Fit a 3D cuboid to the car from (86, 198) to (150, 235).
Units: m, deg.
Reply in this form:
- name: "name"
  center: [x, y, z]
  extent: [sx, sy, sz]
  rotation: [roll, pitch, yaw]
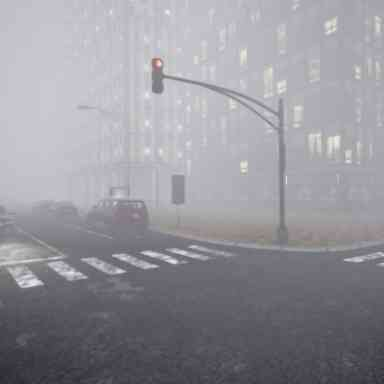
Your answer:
- name: "car"
  center: [-4.160, 1.251, 18.357]
  extent: [2.192, 1.841, 5.009]
  rotation: [1, -1, -36]

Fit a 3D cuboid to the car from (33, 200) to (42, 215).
- name: "car"
  center: [-13.948, 1.438, 31.820]
  extent: [1.947, 1.339, 4.313]
  rotation: [1, -1, -36]

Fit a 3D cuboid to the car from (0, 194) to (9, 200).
- name: "car"
  center: [-33.516, 1.277, 58.751]
  extent: [1.887, 1.381, 4.507]
  rotation: [1, -1, -36]

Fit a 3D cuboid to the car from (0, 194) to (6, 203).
- name: "car"
  center: [-36.775, 1.149, 63.239]
  extent: [1.967, 1.590, 4.097]
  rotation: [1, -1, -36]

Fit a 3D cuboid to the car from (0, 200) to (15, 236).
- name: "car"
  center: [-10.467, 1.417, 17.158]
  extent: [2.128, 1.511, 4.902]
  rotation: [0, 0, -36]

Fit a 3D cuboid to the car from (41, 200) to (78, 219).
- name: "car"
  center: [-10.686, 1.460, 27.332]
  extent: [1.947, 1.339, 4.313]
  rotation: [1, -1, -36]
